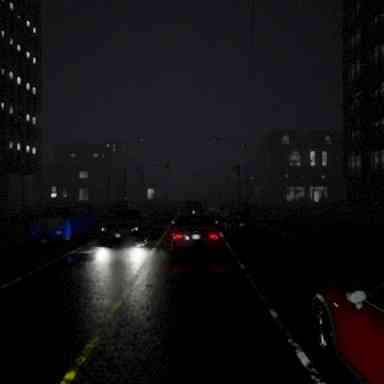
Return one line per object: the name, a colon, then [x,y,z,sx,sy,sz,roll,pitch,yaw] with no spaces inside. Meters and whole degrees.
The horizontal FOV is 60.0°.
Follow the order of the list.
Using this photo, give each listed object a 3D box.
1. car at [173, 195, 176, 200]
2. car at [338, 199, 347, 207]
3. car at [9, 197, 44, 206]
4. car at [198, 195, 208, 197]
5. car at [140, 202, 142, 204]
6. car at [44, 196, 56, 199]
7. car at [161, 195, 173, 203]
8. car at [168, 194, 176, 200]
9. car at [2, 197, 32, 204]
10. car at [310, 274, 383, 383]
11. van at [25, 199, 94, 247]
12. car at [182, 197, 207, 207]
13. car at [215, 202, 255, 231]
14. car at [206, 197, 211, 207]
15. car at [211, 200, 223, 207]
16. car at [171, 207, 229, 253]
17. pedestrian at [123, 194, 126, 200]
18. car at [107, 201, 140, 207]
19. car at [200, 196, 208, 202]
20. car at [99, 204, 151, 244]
car: [-5.531,1.575,80.966,2.008,1.369,4.403,0,0,0]
car: [23.740,1.695,49.083,4.206,1.307,1.802,0,-1,1]
car: [-25.316,1.437,49.968,4.403,1.369,2.008,0,-1,1]
car: [2.828,1.587,69.894,1.947,1.339,4.313,0,0,0]
car: [-5.625,1.560,31.845,2.008,1.369,4.403,0,0,0]
car: [-25.339,1.458,58.350,4.829,1.417,1.752,0,-1,1]
car: [-5.552,1.602,69.923,1.802,1.307,4.206,0,0,0]
car: [-5.509,1.469,92.011,1.967,1.590,4.097,0,0,0]
car: [-30.705,1.491,58.442,4.206,1.307,1.802,0,-1,1]
car: [2.701,1.442,3.352,1.967,1.590,4.097,0,0,0]
van: [-5.657,1.346,14.769,1.690,1.788,3.998,0,0,0]
car: [0.159,1.514,31.834,1.837,1.490,4.892,0,0,0]
car: [2.734,1.557,20.428,2.008,1.369,4.403,0,0,0]
car: [2.767,1.562,37.504,2.008,1.369,4.403,0,0,0]
car: [2.745,1.553,26.120,1.887,1.381,4.507,0,0,0]
car: [0.126,1.552,13.597,2.033,1.411,5.357,0,0,0]
pedestrian: [-12.434,1.051,61.071,0.375,1.860,0.375,0,-1,1]
car: [-5.635,1.448,26.153,1.967,1.590,4.097,0,0,0]
car: [2.850,1.607,80.936,1.802,1.307,4.206,0,0,0]
car: [-3.069,1.531,16.095,1.812,1.442,4.674,0,0,0]
